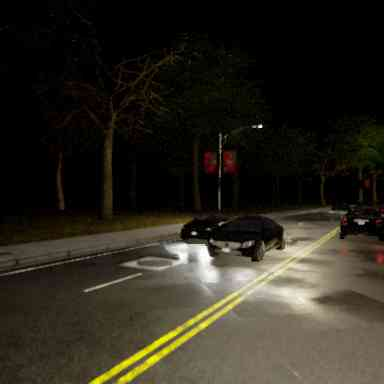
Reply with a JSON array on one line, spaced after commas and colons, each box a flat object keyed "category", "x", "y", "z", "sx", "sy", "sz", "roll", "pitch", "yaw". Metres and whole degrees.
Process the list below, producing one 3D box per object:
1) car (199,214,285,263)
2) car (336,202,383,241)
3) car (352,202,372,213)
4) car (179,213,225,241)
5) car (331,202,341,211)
[{"category": "car", "x": 2.312, "y": 1.700, "z": 13.063, "sx": 1.812, "sy": 1.442, "sz": 4.674, "roll": 0, "pitch": -1, "yaw": 30}, {"category": "car", "x": 9.719, "y": 1.632, "z": 18.858, "sx": 2.097, "sy": 1.767, "sz": 4.553, "roll": 0, "pitch": -1, "yaw": 30}, {"category": "car", "x": 25.389, "y": 2.261, "z": 49.639, "sx": 1.812, "sy": 1.442, "sz": 4.674, "roll": -1, "pitch": -1, "yaw": 38}, {"category": "car", "x": 1.101, "y": 1.788, "z": 17.416, "sx": 1.994, "sy": 1.385, "sz": 4.181, "roll": 0, "pitch": -1, "yaw": 30}, {"category": "car", "x": 23.299, "y": 2.294, "z": 52.249, "sx": 1.812, "sy": 1.442, "sz": 4.674, "roll": -1, "pitch": -1, "yaw": 38}]
